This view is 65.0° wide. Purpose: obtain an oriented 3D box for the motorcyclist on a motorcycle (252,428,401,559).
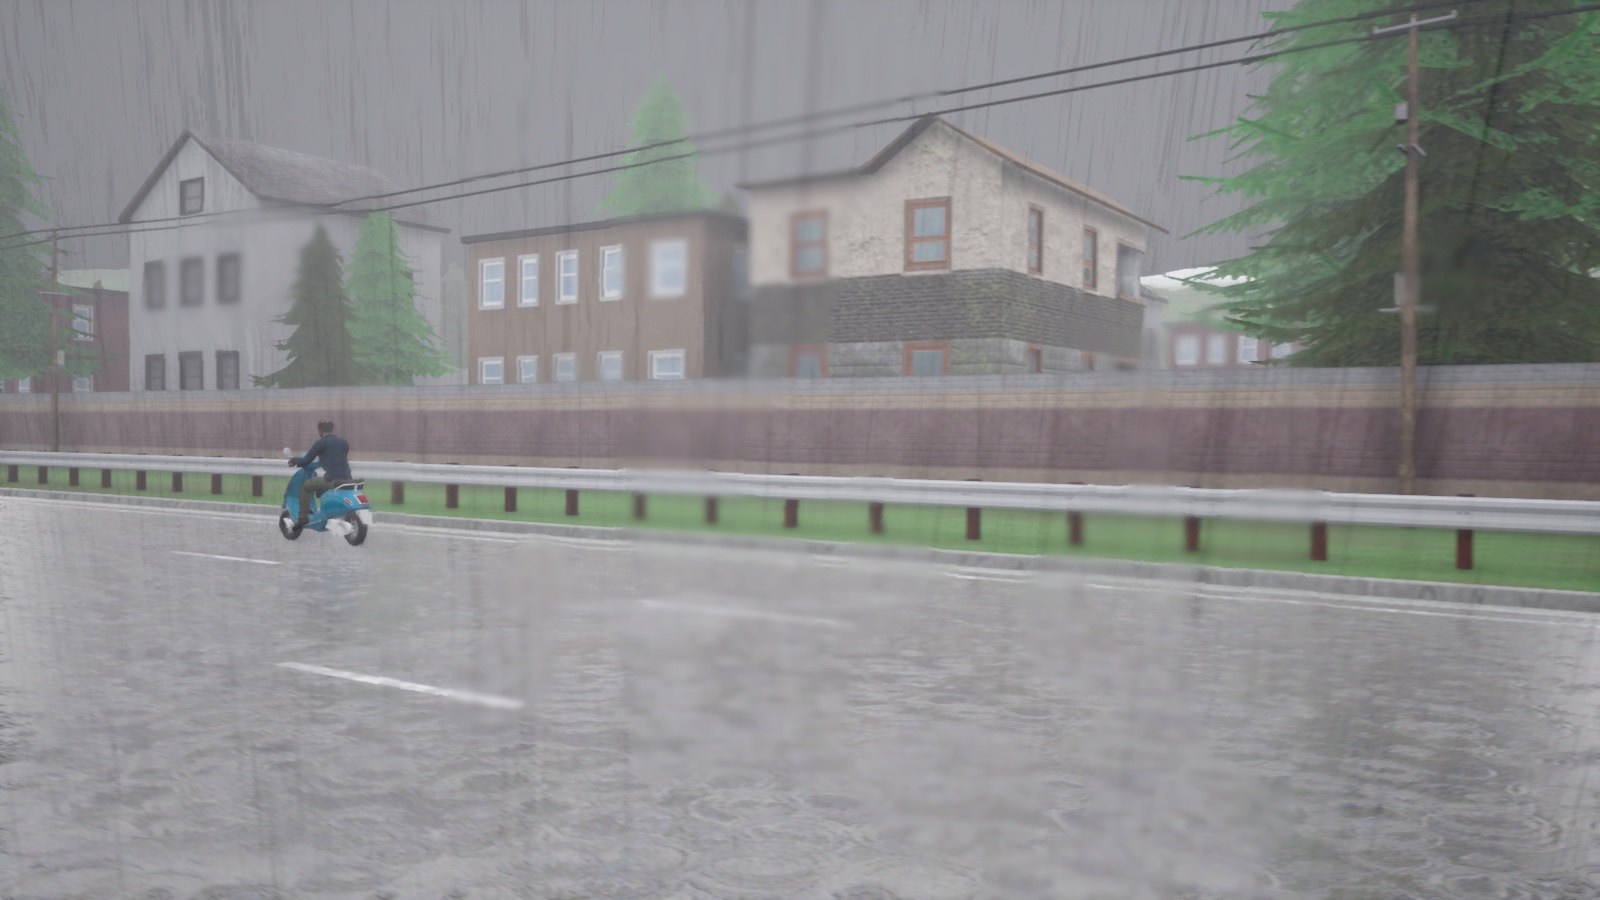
[{"bbox_3d":[-6.066,0.521,16.056,1.817,1.590,0.866,0,1,34],"label":"motorcyclist on a motorcycle"}]
